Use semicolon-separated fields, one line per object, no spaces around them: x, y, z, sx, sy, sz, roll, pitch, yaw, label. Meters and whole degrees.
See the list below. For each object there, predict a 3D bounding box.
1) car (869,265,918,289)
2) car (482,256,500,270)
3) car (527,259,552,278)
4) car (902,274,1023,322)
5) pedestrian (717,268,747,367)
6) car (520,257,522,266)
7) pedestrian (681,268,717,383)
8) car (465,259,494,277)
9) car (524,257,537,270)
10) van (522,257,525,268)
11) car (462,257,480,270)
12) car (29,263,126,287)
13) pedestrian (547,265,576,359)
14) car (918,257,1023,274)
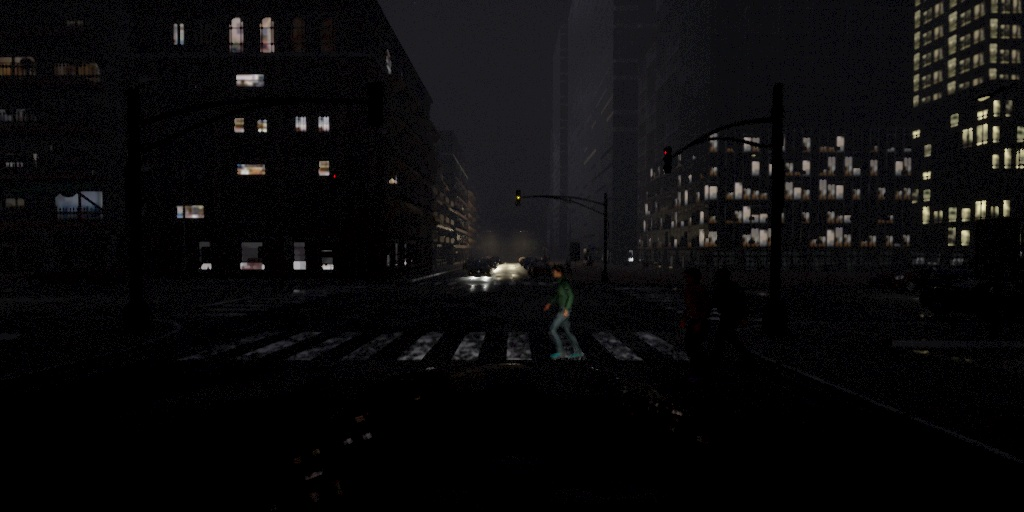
23.359;1.215;20.780;4.097;1.591;1.967;0;0;1;car
-3.124;1.166;51.036;1.837;1.490;4.892;0;0;0;car
2.634;1.247;32.525;1.888;1.381;4.507;0;0;0;car
16.707;1.437;12.228;4.403;1.370;2.007;0;0;1;car
3.805;1.041;6.345;0.375;1.860;0.375;-1;1;0;pedestrian
2.617;1.197;55.108;1.888;1.381;4.507;0;0;0;car
2.880;1.040;5.623;0.375;1.860;0.375;-1;1;0;pedestrian
-3.120;1.260;35.258;1.994;1.385;4.181;0;0;0;car
2.630;1.129;38.170;1.967;1.591;4.097;0;0;0;car
2.622;1.006;49.462;1.690;1.789;3.998;0;0;0;van
-5.726;1.231;49.423;1.948;1.339;4.313;0;0;0;car
-25.871;1.094;21.394;4.507;1.381;1.888;0;0;1;car
0.939;1.038;6.868;0.375;1.860;0.375;-1;1;0;pedestrian
24.607;1.047;18.028;5.566;2.045;2.150;0;1;1;car
